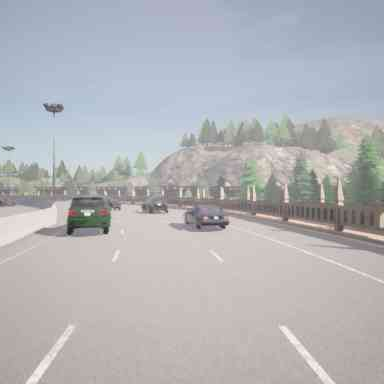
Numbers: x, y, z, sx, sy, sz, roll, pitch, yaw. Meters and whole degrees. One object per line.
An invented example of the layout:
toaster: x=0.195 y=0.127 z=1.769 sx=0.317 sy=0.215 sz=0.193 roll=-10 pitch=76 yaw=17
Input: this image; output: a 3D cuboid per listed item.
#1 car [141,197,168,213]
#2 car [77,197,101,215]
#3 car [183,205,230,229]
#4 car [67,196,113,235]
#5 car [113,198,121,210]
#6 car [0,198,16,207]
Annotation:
car: x=-4.254 y=1.391 z=37.309 sx=2.097 sy=1.767 sz=4.553 roll=0 pitch=0 yaw=-22
car: x=-11.143 y=1.414 z=35.744 sx=2.097 sy=1.767 sz=4.553 roll=0 pitch=0 yaw=-22
car: x=0.802 y=1.556 z=21.577 sx=2.033 sy=1.411 sz=5.357 roll=0 pitch=0 yaw=-13
car: x=-5.868 y=1.238 z=19.347 sx=2.150 sy=2.045 sz=5.566 roll=0 pitch=0 yaw=-13
car: x=-10.397 y=1.560 z=42.619 sx=2.128 sy=1.511 sz=4.902 roll=0 pitch=0 yaw=-25
car: x=-29.773 y=1.692 z=53.806 sx=1.837 sy=1.490 sz=4.892 roll=0 pitch=-1 yaw=-37
